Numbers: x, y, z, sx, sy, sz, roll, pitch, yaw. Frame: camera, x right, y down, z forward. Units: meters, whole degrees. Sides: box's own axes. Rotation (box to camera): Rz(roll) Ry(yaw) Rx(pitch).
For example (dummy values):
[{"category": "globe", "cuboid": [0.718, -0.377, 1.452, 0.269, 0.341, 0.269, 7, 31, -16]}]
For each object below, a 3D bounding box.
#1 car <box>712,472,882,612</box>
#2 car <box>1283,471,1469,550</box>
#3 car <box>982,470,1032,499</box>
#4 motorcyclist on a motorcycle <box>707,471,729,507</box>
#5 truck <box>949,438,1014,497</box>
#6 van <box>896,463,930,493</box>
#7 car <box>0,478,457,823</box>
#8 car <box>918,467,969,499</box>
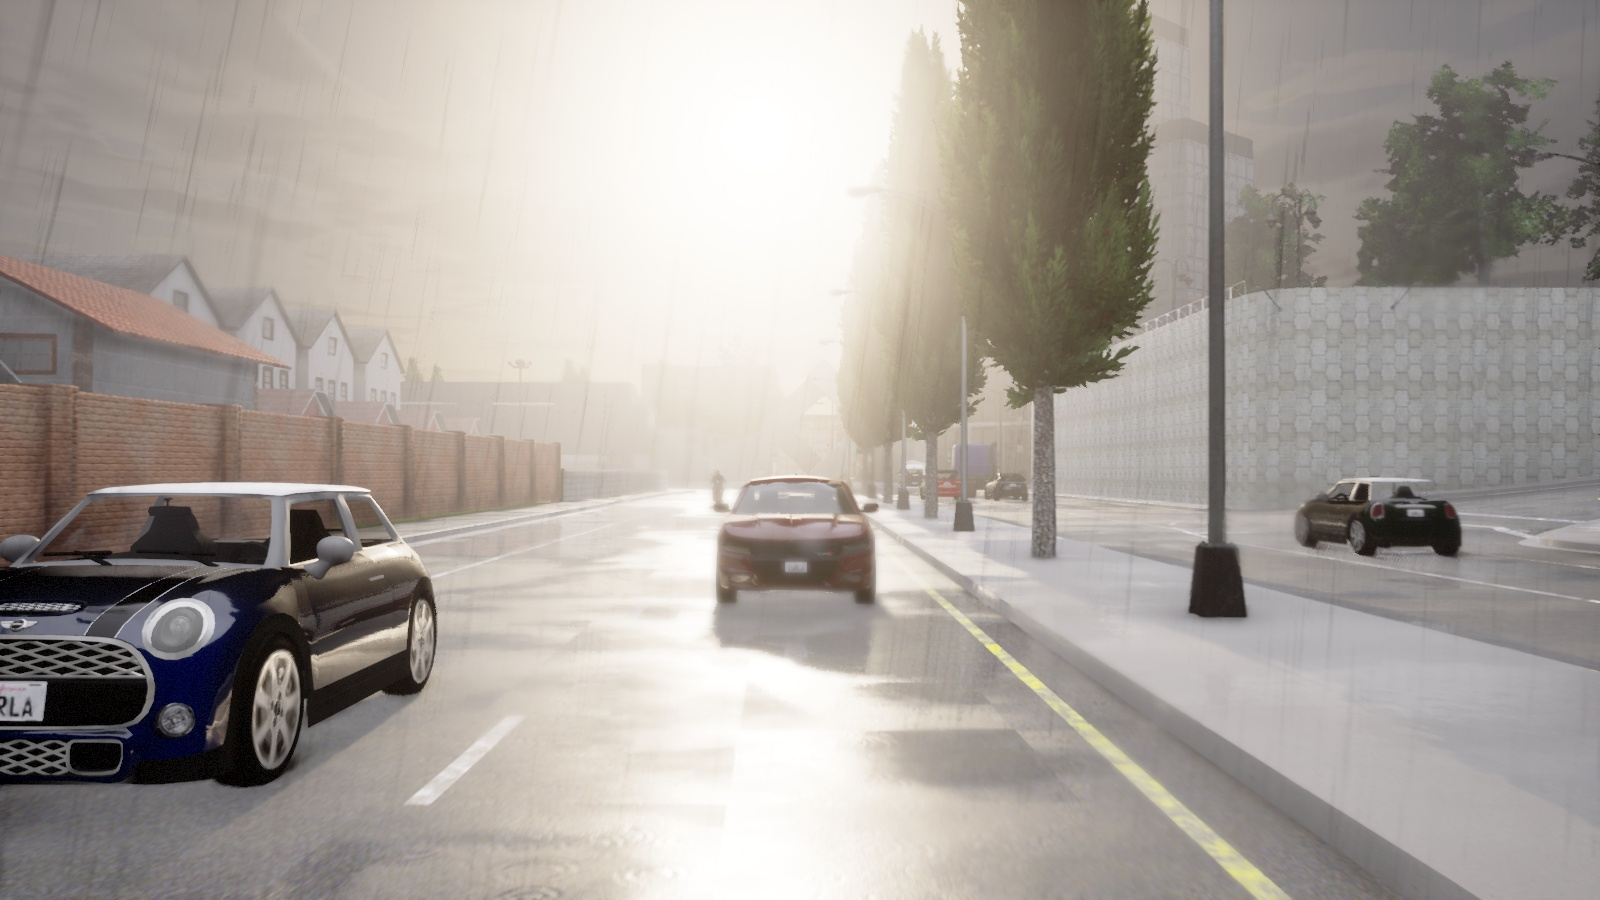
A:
[{"category": "car", "cuboid": [-0.040, 1.067, 16.399, 1.882, 1.535, 5.008, 0, -1, 0]}, {"category": "car", "cuboid": [11.444, 1.157, 25.257, 1.970, 1.475, 3.806, 0, -1, 0]}, {"category": "car", "cuboid": [11.333, 1.870, 68.984, 2.007, 1.525, 4.514, 0, -1, 0]}, {"category": "motorcyclist on a motorcycle", "cuboid": [-3.636, 1.719, 55.962, 0.866, 1.590, 1.817, 0, -1, 0]}, {"category": "truck", "cuboid": [11.305, 1.110, 78.999, 2.891, 3.462, 7.936, 0, -1, 0]}, {"category": "van", "cuboid": [7.880, 1.975, 87.736, 2.069, 2.038, 4.480, 0, -1, 1]}, {"category": "car", "cuboid": [-3.518, 0.918, 7.384, 1.970, 1.475, 3.806, 0, -1, 0]}, {"category": "car", "cuboid": [7.832, 1.782, 68.972, 2.242, 1.667, 4.611, 0, -1, 0]}]
